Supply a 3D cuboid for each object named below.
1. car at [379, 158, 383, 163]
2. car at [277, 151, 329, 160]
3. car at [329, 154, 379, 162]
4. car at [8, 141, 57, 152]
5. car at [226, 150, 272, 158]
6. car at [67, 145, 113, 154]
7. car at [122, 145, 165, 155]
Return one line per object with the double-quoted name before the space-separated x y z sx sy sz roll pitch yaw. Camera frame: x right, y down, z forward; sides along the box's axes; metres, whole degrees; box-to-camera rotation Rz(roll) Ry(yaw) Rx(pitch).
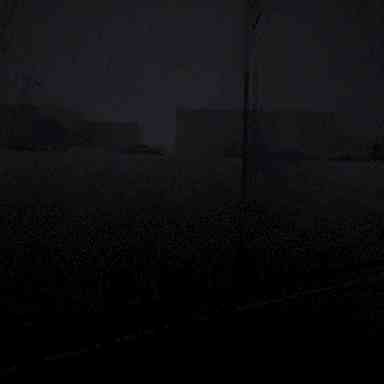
"car" 22.527 -3.177 36.451 5.008 1.535 2.097 2 -2 -6
"car" 11.481 -3.521 35.454 4.892 1.521 2.231 2 -2 -4
"car" 17.008 -3.314 35.892 4.674 1.452 2.002 2 -2 -5
"car" -16.090 -4.320 33.818 4.553 1.767 2.185 1 -2 -3
"car" 5.973 -3.667 35.120 4.892 1.521 2.231 1 -2 -3
"car" -10.429 -4.020 34.147 4.674 1.452 2.002 1 -2 -3
"car" -4.943 -4.056 34.478 4.553 1.767 2.185 1 -2 -3
